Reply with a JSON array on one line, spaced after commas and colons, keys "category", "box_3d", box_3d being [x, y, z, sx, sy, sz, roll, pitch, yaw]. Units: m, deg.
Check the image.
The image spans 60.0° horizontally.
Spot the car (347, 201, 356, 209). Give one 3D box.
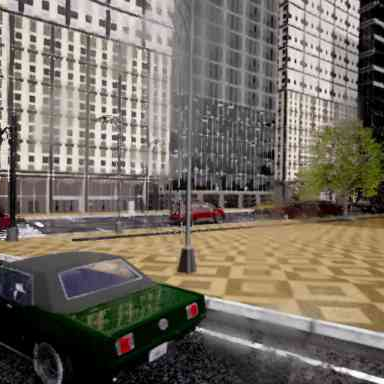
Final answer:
[{"category": "car", "box_3d": [24.025, 2.037, 53.250, 4.313, 1.339, 1.947, 0, 1, -34]}]

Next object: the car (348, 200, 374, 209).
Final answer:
[{"category": "car", "box_3d": [28.701, 2.072, 56.456, 4.313, 1.339, 1.947, 0, 1, -34]}]

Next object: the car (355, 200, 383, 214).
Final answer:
[{"category": "car", "box_3d": [23.804, 2.165, 43.546, 4.313, 1.339, 1.947, 0, 1, -34]}]

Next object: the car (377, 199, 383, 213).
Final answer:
[{"category": "car", "box_3d": [28.484, 1.949, 46.748, 5.009, 1.841, 2.192, 0, 1, -34]}]

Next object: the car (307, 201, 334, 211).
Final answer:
[{"category": "car", "box_3d": [19.349, 2.018, 50.045, 4.206, 1.307, 1.802, 0, 1, -34]}]

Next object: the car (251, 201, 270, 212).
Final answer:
[{"category": "car", "box_3d": [9.858, 1.891, 43.537, 4.829, 1.417, 1.752, 0, 1, -34]}]

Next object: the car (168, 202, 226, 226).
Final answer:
[{"category": "car", "box_3d": [0.430, 1.741, 27.514, 5.009, 1.841, 2.192, 0, 1, -34]}]

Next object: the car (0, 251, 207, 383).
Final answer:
[{"category": "car", "box_3d": [-2.209, 1.629, 5.256, 4.718, 1.301, 1.895, 0, 0, 35]}]

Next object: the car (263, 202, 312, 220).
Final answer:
[{"category": "car", "box_3d": [9.777, 2.039, 33.929, 4.507, 1.381, 1.887, 0, 1, -34]}]

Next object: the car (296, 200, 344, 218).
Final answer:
[{"category": "car", "box_3d": [14.457, 1.844, 37.131, 5.009, 1.841, 2.192, 0, 1, -34]}]

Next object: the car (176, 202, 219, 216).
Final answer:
[{"category": "car", "box_3d": [0.647, 1.849, 37.222, 4.403, 1.369, 2.008, 0, 1, -34]}]

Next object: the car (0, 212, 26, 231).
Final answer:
[{"category": "car", "box_3d": [-12.362, 1.847, 20.351, 1.812, 1.442, 4.674, 0, 1, 14]}]
